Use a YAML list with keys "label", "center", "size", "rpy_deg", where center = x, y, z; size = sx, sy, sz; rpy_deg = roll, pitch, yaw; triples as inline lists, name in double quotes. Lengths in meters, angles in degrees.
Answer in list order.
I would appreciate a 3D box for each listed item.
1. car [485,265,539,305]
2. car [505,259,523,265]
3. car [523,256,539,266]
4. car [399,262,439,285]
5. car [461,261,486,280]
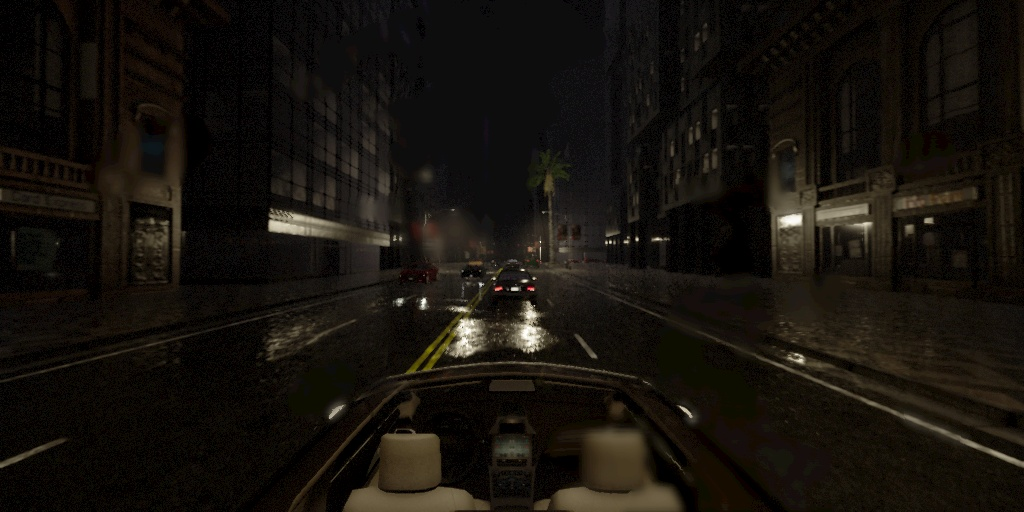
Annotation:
- label: "car"
  center: [0.103, 1.291, 16.015]
  size: [2.033, 1.411, 5.357]
  rpy_deg: [0, 0, 0]
- label: "car"
  center: [0.112, 1.224, 50.801]
  size: [2.128, 1.511, 4.902]
  rpy_deg: [0, 0, 0]
- label: "car"
  center: [3.365, 0.971, 61.210]
  size: [2.150, 2.045, 5.566]
  rpy_deg: [0, 0, 0]
- label: "car"
  center: [-6.591, 1.209, 25.853]
  size: [1.882, 1.535, 5.008]
  rpy_deg: [0, 0, 0]
- label: "car"
  center: [-3.337, 1.327, 31.577]
  size: [1.895, 1.301, 4.718]
  rpy_deg: [0, 0, 0]
